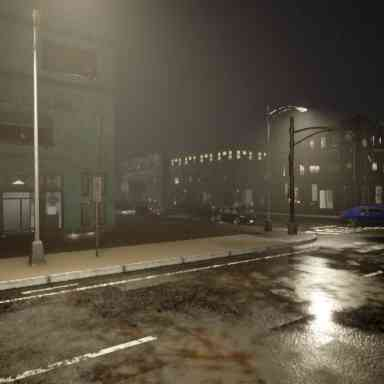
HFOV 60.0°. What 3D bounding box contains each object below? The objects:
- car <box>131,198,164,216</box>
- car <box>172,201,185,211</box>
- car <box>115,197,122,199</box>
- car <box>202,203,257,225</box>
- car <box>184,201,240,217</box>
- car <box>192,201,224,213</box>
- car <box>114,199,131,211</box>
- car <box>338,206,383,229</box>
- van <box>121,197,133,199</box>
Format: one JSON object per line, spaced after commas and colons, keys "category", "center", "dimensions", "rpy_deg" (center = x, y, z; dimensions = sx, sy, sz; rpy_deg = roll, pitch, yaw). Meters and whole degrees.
{"category": "car", "center": [-4.819, 1.845, 37.697], "dimensions": [1.967, 1.590, 4.097], "rpy_deg": [-1, 0, -35]}
{"category": "car", "center": [-1.199, 1.965, 47.068], "dimensions": [1.802, 1.307, 4.206], "rpy_deg": [-2, 0, -35]}
{"category": "car", "center": [-14.046, 1.938, 65.105], "dimensions": [2.192, 1.841, 5.009], "rpy_deg": [-1, 0, -35]}
{"category": "car", "center": [3.133, 1.813, 26.322], "dimensions": [1.947, 1.339, 4.313], "rpy_deg": [-2, 0, -35]}
{"category": "car", "center": [1.848, 1.837, 32.820], "dimensions": [2.033, 1.411, 5.357], "rpy_deg": [-1, 0, -35]}
{"category": "car", "center": [2.010, 1.903, 42.559], "dimensions": [1.802, 1.307, 4.206], "rpy_deg": [-2, 0, -35]}
{"category": "car", "center": [-10.089, 2.085, 49.648], "dimensions": [1.994, 1.385, 4.181], "rpy_deg": [-1, 0, -35]}
{"category": "car", "center": [11.471, 1.570, 20.362], "dimensions": [1.812, 1.442, 4.674], "rpy_deg": [0, -2, -45]}
{"category": "van", "center": [-10.835, 1.905, 60.596], "dimensions": [1.690, 1.788, 3.998], "rpy_deg": [-1, 0, -35]}
